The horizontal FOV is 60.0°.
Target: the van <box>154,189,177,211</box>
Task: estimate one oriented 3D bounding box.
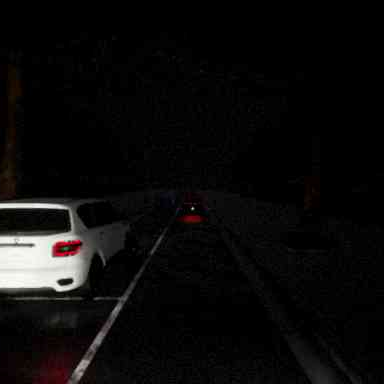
[{"bbox_3d":[-2.644,0.844,31.685,1.690,1.788,3.998,0,1,0],"label":"van"}]

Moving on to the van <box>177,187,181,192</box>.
[{"bbox_3d":[-2.645,0.577,42.772,1.690,1.788,3.998,1,1,0],"label":"van"}]

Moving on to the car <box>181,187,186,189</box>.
[{"bbox_3d":[-2.654,0.167,64.931,1.947,1.339,4.313,1,2,0],"label":"car"}]

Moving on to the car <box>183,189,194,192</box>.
[{"bbox_3d":[0.061,0.691,44.683,1.837,1.490,4.892,0,2,0],"label":"car"}]

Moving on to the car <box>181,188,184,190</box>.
[{"bbox_3d":[-2.648,0.503,53.859,1.802,1.307,4.206,1,2,0],"label":"car"}]

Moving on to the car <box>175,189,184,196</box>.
[{"bbox_3d":[-2.658,0.031,70.470,1.802,1.307,4.206,1,2,0],"label":"car"}]

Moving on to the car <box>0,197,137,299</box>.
[{"bbox_3d":[-2.984,1.117,8.327,2.150,2.045,5.566,0,1,0],"label":"car"}]

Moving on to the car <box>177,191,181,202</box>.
[{"bbox_3d":[-2.646,0.927,37.234,2.008,1.369,4.403,1,1,0],"label":"car"}]

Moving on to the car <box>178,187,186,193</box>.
[{"bbox_3d":[-2.665,-0.532,87.079,1.967,1.590,4.097,1,1,0],"label":"car"}]

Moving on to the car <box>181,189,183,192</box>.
[{"bbox_3d":[-2.648,0.649,48.321,1.947,1.339,4.313,1,2,0],"label":"car"}]

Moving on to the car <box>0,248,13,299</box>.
[{"bbox_3d":[-3.015,1.460,1.298,1.882,1.535,5.008,0,1,0],"label":"car"}]

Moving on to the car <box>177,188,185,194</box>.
[{"bbox_3d":[-2.663,-0.308,81.373,1.752,1.417,4.829,1,1,0],"label":"car"}]

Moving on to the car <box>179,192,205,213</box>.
[{"bbox_3d":[0.072,1.049,29.859,1.837,1.490,4.892,0,2,0],"label":"car"}]
